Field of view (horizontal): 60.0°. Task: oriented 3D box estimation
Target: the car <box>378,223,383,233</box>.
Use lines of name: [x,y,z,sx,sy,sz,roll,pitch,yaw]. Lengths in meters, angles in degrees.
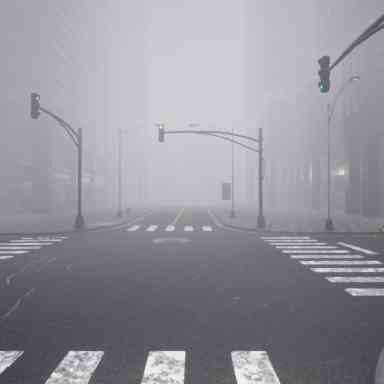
car: [11.755,1.564,16.220,4.829,1.417,1.752,0,-1,0]
